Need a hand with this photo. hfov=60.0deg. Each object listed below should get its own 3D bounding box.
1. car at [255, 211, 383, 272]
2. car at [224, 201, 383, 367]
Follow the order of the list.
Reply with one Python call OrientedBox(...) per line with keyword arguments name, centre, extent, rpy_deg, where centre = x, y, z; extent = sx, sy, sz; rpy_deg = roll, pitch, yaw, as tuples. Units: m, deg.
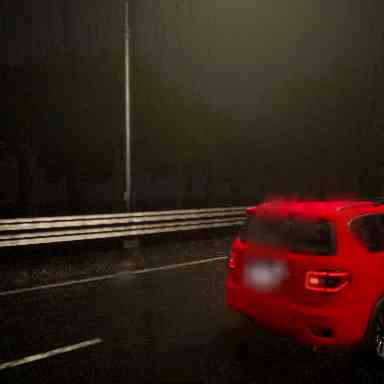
OrientedBox(name="car", centre=(4.315, 1.466, 11.115), extent=(4.181, 1.385, 1.994), rpy_deg=(-1, 1, -35))
OrientedBox(name="car", centre=(3.108, 1.177, 5.957), extent=(5.566, 2.045, 2.150), rpy_deg=(-1, 0, -35))
